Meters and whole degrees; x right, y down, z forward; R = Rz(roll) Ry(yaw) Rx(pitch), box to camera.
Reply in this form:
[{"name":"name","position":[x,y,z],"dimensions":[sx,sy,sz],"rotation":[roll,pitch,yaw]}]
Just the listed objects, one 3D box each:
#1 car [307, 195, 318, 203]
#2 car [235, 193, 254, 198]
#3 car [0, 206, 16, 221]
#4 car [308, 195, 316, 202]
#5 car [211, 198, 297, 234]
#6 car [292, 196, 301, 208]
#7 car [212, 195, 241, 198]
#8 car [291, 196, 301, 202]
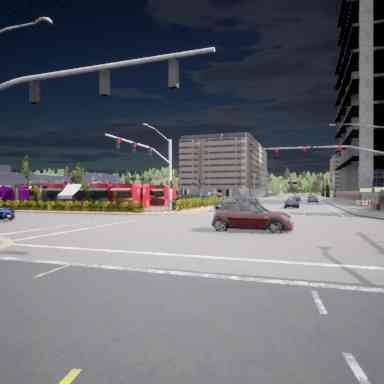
[{"name":"car","position":[24.684,1.541,67.785],"dimensions":[2.033,1.411,5.357],"rotation":[0,0,19]},{"name":"car","position":[7.239,1.221,49.113],"dimensions":[2.150,2.045,5.566],"rotation":[0,0,18]},{"name":"car","position":[-16.102,1.533,25.892],"dimensions":[5.008,1.535,1.882],"rotation":[0,0,19]},{"name":"car","position":[27.967,1.524,77.643],"dimensions":[1.812,1.442,4.674],"rotation":[0,0,19]},{"name":"car","position":[3.477,1.393,19.178],"dimensions":[4.553,1.767,2.097],"rotation":[0,0,19]},{"name":"car","position":[14.635,1.564,48.559],"dimensions":[1.994,1.385,4.181],"rotation":[0,0,19]},{"name":"car","position":[4.090,1.491,39.726],"dimensions":[2.128,1.511,4.902],"rotation":[0,0,19]},{"name":"car","position":[24.501,1.552,78.314],"dimensions":[1.994,1.385,4.181],"rotation":[0,0,19]}]
